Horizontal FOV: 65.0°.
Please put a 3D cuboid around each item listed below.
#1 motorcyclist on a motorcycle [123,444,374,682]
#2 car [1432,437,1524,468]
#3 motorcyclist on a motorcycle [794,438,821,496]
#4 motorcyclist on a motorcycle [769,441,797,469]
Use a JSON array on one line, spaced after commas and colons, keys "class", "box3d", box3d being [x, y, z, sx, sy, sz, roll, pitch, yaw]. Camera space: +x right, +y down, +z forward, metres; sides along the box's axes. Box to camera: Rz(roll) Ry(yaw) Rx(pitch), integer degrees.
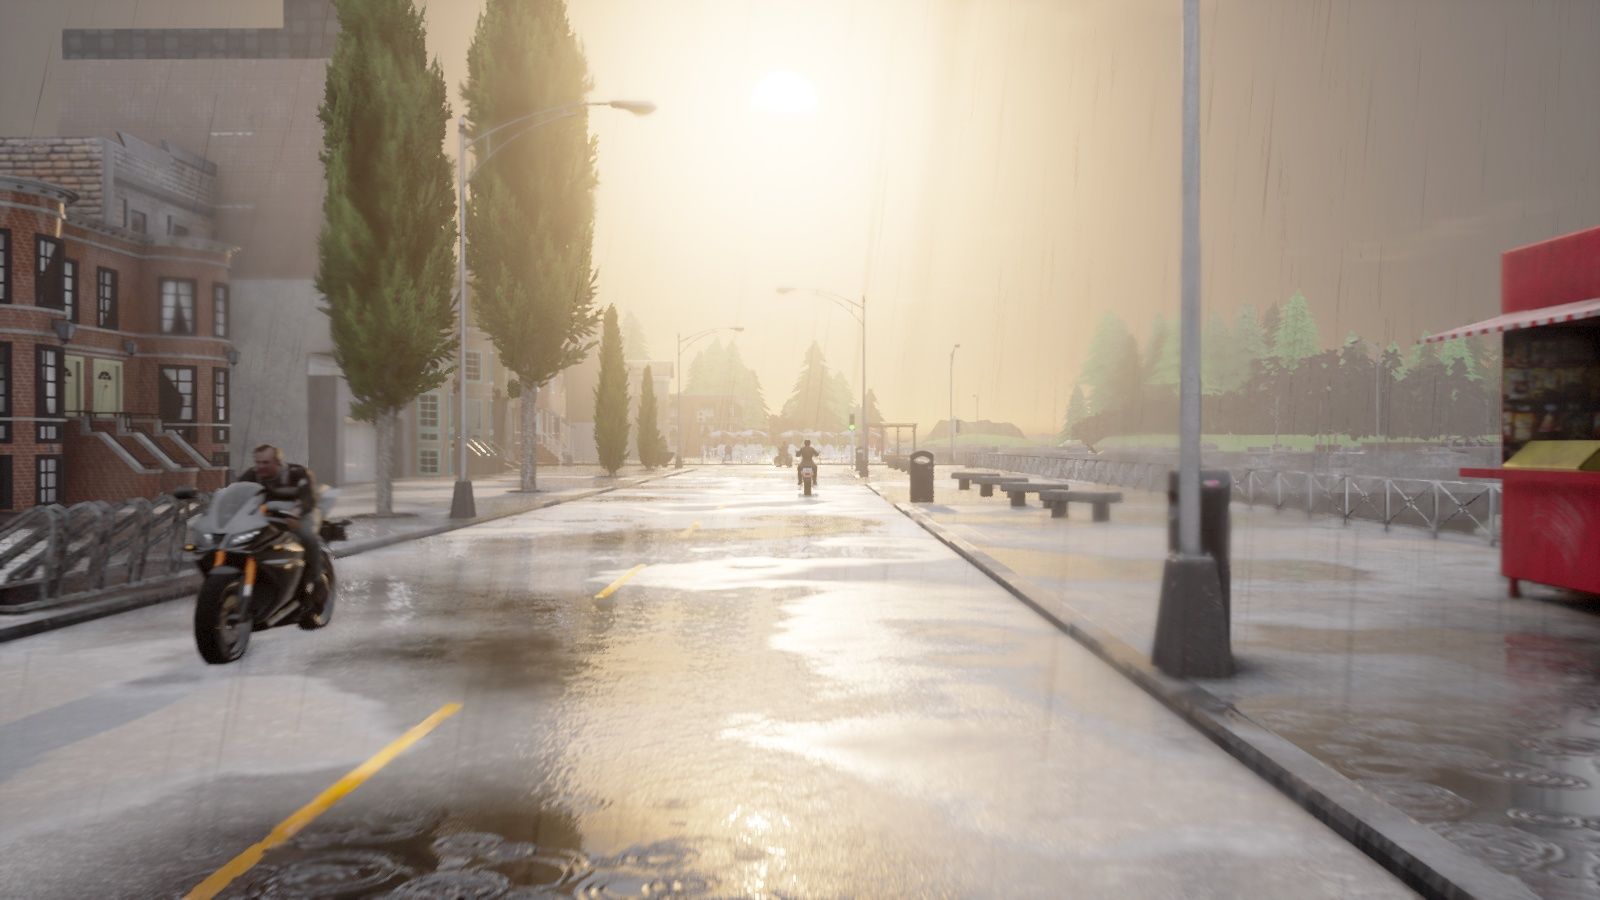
[{"class": "motorcyclist on a motorcycle", "box3d": [-3.934, 0.726, 9.203, 0.866, 1.530, 2.191, 0, 0, 0]}, {"class": "car", "box3d": [41.654, 0.162, 77.219, 4.605, 1.855, 1.932, 0, 0, 1]}, {"class": "motorcyclist on a motorcycle", "box3d": [0.221, 0.488, 37.077, 0.766, 1.649, 2.350, 0, 0, 0]}, {"class": "motorcyclist on a motorcycle", "box3d": [-1.023, 0.271, 75.335, 0.766, 1.649, 2.350, -1, 1, -23]}]
